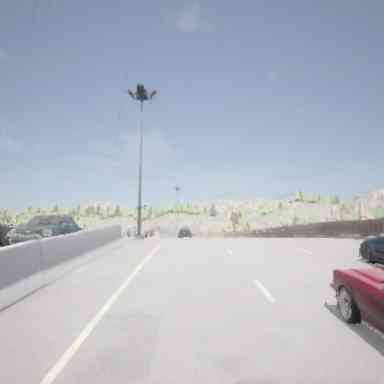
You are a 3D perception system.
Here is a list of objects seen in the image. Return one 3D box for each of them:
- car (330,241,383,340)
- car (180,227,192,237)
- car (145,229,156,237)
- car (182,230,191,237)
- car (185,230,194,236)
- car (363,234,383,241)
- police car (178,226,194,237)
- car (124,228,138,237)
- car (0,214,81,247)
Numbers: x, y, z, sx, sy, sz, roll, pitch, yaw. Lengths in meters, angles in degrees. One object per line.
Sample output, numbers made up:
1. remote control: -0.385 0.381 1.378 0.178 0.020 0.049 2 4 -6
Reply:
1. car: 3.601 1.649 4.358 1.895 1.301 4.718 0 -1 0
2. car: -1.051 7.337 60.799 2.097 1.767 4.553 0 -8 0
3. car: -7.036 7.182 58.710 1.882 1.535 5.008 0 -8 1
4. car: -1.050 8.314 66.752 1.812 1.442 4.674 0 -8 0
5. car: -0.691 10.528 84.411 1.812 1.442 4.674 1 -8 -8
6. car: 7.101 1.792 10.475 1.994 1.385 4.181 0 -2 0
7. police car: -1.050 6.097 51.017 1.930 1.638 5.238 0 -8 0
8. car: -10.536 7.127 58.297 1.882 1.535 5.008 0 -8 1
9. car: -7.097 1.899 16.385 2.097 1.767 4.553 0 -4 0
